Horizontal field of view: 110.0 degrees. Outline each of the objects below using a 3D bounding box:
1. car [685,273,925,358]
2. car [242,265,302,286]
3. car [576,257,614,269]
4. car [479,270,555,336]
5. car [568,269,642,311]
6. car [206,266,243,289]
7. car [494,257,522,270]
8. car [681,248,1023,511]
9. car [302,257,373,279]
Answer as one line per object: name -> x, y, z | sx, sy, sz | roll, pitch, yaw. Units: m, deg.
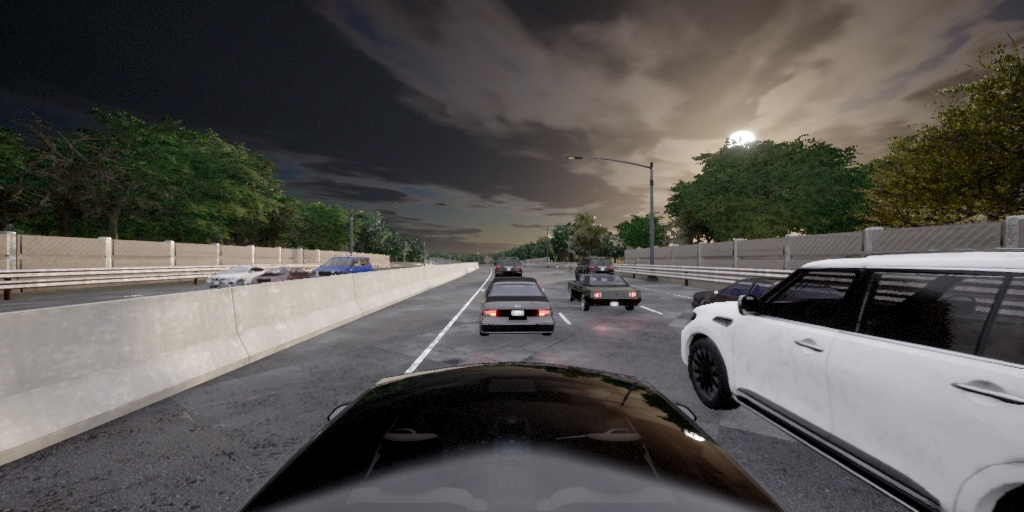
car -> 7.051, 1.299, 9.722 | 2.033, 1.411, 5.357 | 0, 0, -2
car -> -14.362, 1.389, 22.660 | 1.994, 1.385, 4.181 | 0, -1, -1
car -> 6.689, 1.115, 29.420 | 2.150, 2.045, 5.566 | 0, -1, -1
car -> 0.053, 1.300, 10.355 | 2.033, 1.411, 5.357 | 0, 0, -2
car -> 3.484, 1.365, 14.502 | 1.895, 1.301, 4.718 | 0, 0, -1
car -> -17.889, 1.365, 23.959 | 1.812, 1.442, 4.674 | 0, -1, -1
car -> -0.314, 1.116, 29.448 | 2.150, 2.045, 5.566 | 0, -1, -1
car -> 3.580, 0.971, 2.957 | 2.150, 2.045, 5.566 | 0, 0, 0
car -> -10.871, 1.053, 23.333 | 2.150, 2.045, 5.566 | 0, -1, -1
